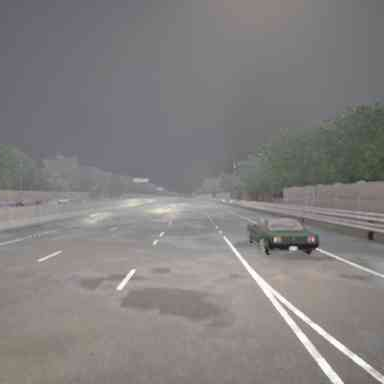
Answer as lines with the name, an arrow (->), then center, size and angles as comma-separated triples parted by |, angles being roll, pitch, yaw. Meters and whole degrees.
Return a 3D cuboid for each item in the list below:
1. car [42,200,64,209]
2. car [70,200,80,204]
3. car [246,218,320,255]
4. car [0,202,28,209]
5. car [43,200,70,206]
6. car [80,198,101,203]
car -> -24.620, 2.153, 59.016 | 1.837, 1.490, 4.892 | 0, -1, 0
car -> -21.120, 2.191, 59.036 | 2.033, 1.411, 5.357 | 0, -1, 0
car -> 3.570, 1.745, 14.045 | 1.895, 1.301, 4.718 | 0, -1, -1
car -> -21.123, 1.908, 39.155 | 1.837, 1.490, 4.892 | 0, -1, 0
car -> -17.630, 1.960, 42.226 | 1.812, 1.442, 4.674 | 0, -1, 0
car -> -17.620, 1.774, 59.092 | 2.097, 1.767, 4.553 | 0, -1, 0
